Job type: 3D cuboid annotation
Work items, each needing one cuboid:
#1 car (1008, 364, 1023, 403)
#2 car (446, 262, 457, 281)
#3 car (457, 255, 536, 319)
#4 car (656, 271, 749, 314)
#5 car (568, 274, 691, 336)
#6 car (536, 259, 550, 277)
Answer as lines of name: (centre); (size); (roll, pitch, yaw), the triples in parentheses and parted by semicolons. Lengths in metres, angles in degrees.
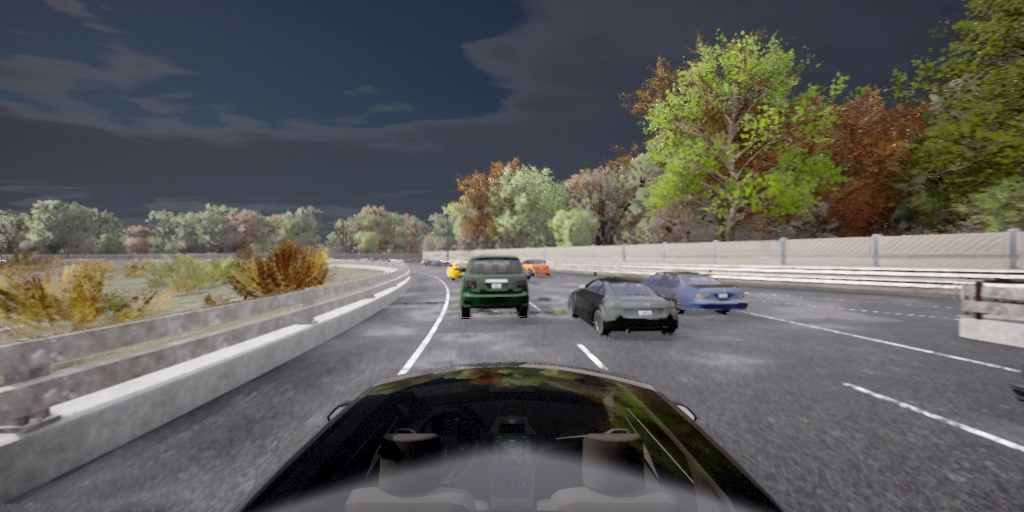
car: (6.940, 1.272, 1.768); (2.033, 1.411, 5.357); (0, 0, -1)
car: (-4.564, 1.263, 31.279); (1.882, 1.535, 5.008); (0, 0, -16)
car: (-0.754, 0.982, 13.152); (2.150, 2.045, 5.566); (0, 0, -7)
car: (6.212, 1.277, 13.486); (2.033, 1.411, 5.357); (0, 0, -6)
car: (2.995, 1.309, 10.456); (1.994, 1.385, 4.181); (0, 0, -4)
car: (1.913, 1.115, 35.575); (2.097, 1.767, 4.553); (0, 0, -24)
